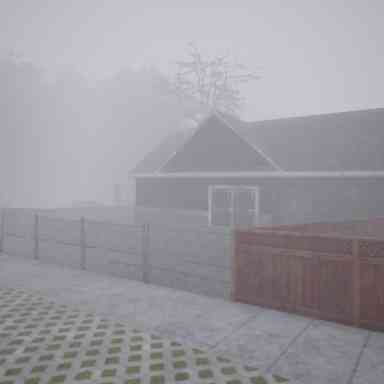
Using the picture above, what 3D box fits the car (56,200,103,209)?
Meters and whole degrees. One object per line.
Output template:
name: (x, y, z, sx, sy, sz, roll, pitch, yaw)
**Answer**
car: (-10.736, 1.533, 32.031, 1.837, 1.490, 4.892, 2, 1, 35)
